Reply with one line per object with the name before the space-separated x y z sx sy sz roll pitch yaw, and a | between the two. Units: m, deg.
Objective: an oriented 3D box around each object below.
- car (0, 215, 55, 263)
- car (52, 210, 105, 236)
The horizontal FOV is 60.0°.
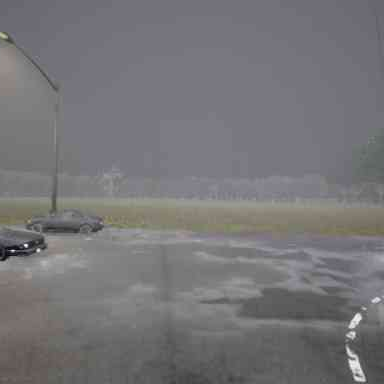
car | -8.213 1.683 12.104 5.357 1.411 2.033 1 0 0
car | -7.190 1.715 19.101 4.181 1.385 1.994 1 0 0
